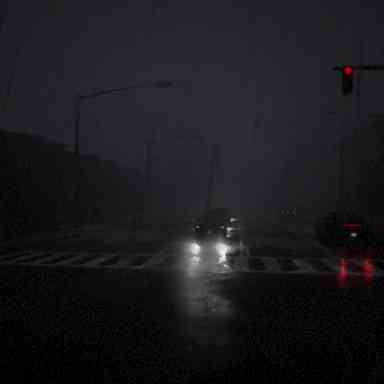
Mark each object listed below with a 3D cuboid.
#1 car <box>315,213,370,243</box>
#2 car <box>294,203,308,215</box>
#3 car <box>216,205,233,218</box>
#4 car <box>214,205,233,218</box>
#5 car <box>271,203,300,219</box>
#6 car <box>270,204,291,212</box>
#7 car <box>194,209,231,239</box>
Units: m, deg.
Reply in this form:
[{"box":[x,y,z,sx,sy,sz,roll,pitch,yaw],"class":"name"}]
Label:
[{"box":[8.156,1.893,18.407,2.128,1.511,4.902,0,-1,9],"class":"car"},{"box":[15.935,2.460,50.389,2.097,1.767,4.553,0,-1,5],"class":"car"},{"box":[4.183,2.430,42.143,1.882,1.535,5.008,0,-1,8],"class":"car"},{"box":[2.636,2.174,30.714,1.882,1.535,5.008,0,-1,8],"class":"car"},{"box":[11.104,2.425,39.688,2.033,1.411,5.357,0,-1,8],"class":"car"},{"box":[15.998,2.935,60.359,1.895,1.301,4.718,0,-1,-9],"class":"car"},{"box":[1.273,1.996,20.601,1.812,1.442,4.674,0,-1,8],"class":"car"}]
